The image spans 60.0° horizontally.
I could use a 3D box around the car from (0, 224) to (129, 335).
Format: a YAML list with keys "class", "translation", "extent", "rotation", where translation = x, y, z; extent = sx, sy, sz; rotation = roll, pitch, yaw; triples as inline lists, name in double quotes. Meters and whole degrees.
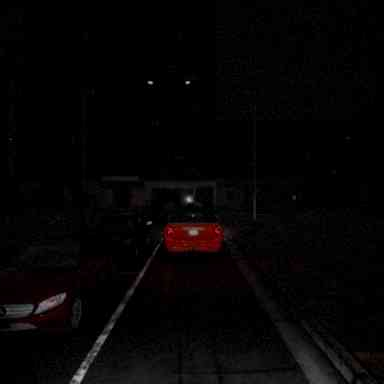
- class: "car"
  translation: [-2.639, 1.572, 6.666]
  extent: [1.802, 1.307, 4.206]
  rotation: [0, 0, 0]

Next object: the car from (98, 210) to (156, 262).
- class: "car"
  translation: [-2.639, 1.548, 12.118]
  extent: [1.947, 1.339, 4.313]
  rotation: [0, 0, 0]

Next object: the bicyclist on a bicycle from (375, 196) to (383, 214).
- class: "bicyclist on a bicycle"
  translation: [17.359, 1.228, 30.705]
  extent: [0.582, 1.620, 1.656]
  rotation: [0, 0, 0]

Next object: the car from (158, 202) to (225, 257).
- class: "car"
  translation: [0.062, 1.333, 12.960]
  extent: [2.097, 1.767, 4.553]
  rotation: [0, 0, 0]

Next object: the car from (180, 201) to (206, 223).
- class: "car"
  translation: [0.157, 1.488, 25.904]
  extent: [1.812, 1.442, 4.674]
  rotation: [0, 0, 2]

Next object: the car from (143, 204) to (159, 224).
- class: "car"
  translation: [-2.639, 1.533, 23.022]
  extent: [1.947, 1.339, 4.313]
  rotation: [0, 0, 0]

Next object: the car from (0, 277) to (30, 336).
- class: "car"
  translation: [-2.639, 1.564, 1.214]
  extent: [1.947, 1.339, 4.313]
  rotation: [0, 0, 0]
